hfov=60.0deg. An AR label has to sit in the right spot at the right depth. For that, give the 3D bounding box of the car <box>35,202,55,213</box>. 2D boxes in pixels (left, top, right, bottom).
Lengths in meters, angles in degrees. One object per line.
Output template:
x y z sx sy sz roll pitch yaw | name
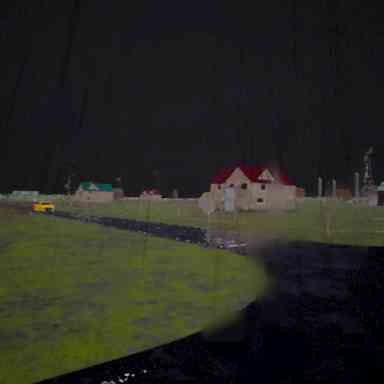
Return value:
-21.334 2.178 48.133 1.882 1.535 5.008 2 -2 -36 | car
